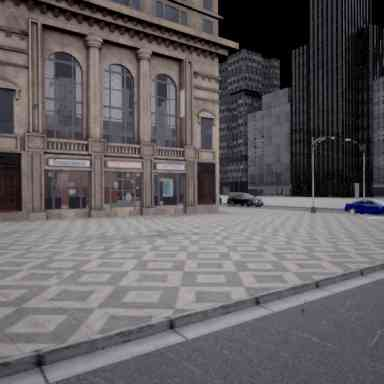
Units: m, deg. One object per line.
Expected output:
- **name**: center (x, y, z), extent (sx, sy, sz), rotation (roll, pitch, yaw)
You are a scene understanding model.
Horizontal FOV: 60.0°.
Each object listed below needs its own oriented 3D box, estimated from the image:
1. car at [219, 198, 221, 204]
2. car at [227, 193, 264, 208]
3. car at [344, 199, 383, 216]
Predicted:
- **car**: center (2.940, 1.314, 56.711), extent (1.882, 1.535, 5.008), rotation (-1, 1, -34)
- **car**: center (7.122, 1.121, 44.919), extent (2.150, 2.045, 5.566), rotation (-1, 1, -34)
- **car**: center (16.717, 1.426, 30.726), extent (1.882, 1.535, 5.008), rotation (-1, 1, -35)
